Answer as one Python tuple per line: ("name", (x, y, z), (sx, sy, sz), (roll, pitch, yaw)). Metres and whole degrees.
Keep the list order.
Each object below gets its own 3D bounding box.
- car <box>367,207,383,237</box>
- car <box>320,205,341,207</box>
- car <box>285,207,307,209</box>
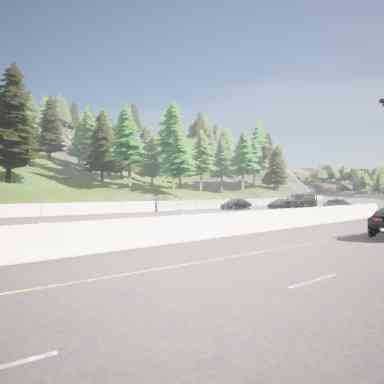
("car", (10.570, 1.502, 16.835), (4.892, 1.490, 1.837), (1, -1, -41))
("car", (15.647, 1.507, 36.323), (1.837, 1.490, 4.892), (0, -1, 44))
("car", (12.161, 1.223, 37.749), (2.150, 2.045, 5.566), (0, 0, 45))
